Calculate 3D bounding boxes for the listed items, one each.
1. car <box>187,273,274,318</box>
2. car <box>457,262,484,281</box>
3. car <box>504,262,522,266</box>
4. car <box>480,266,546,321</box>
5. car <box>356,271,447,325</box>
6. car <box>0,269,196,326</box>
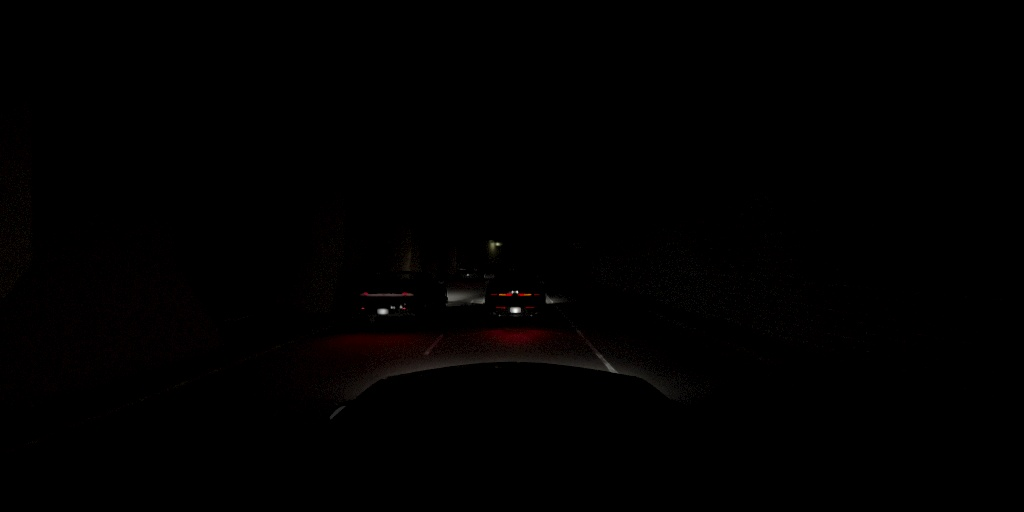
[{"bbox_3d":[-10.603,1.319,12.772,1.994,1.385,4.181,0,0,0],"label":"car"},{"bbox_3d":[-3.408,1.253,30.122,2.128,1.511,4.902,0,0,0],"label":"car"},{"bbox_3d":[0.092,1.266,30.209,1.837,1.490,4.892,0,0,0],"label":"car"},{"bbox_3d":[0.097,1.259,12.428,1.837,1.490,4.892,0,0,0],"label":"car"},{"bbox_3d":[-3.403,1.246,11.868,2.128,1.511,4.902,0,0,0],"label":"car"},{"bbox_3d":[-14.104,1.281,12.657,1.812,1.442,4.674,0,0,0],"label":"car"}]
